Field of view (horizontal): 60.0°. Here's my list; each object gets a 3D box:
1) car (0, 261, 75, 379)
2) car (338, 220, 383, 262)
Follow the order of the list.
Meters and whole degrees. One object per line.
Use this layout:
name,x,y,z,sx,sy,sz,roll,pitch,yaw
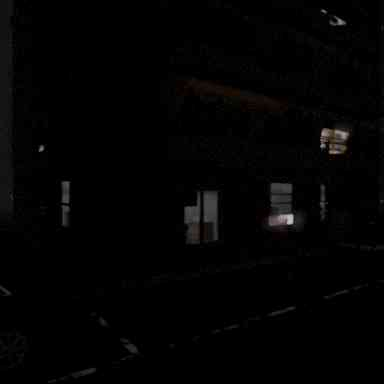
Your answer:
car,-3.706,1.548,3.919,4.403,1.369,2.008,0,0,-35
car,6.781,1.627,11.461,4.206,1.307,1.802,0,0,-35
